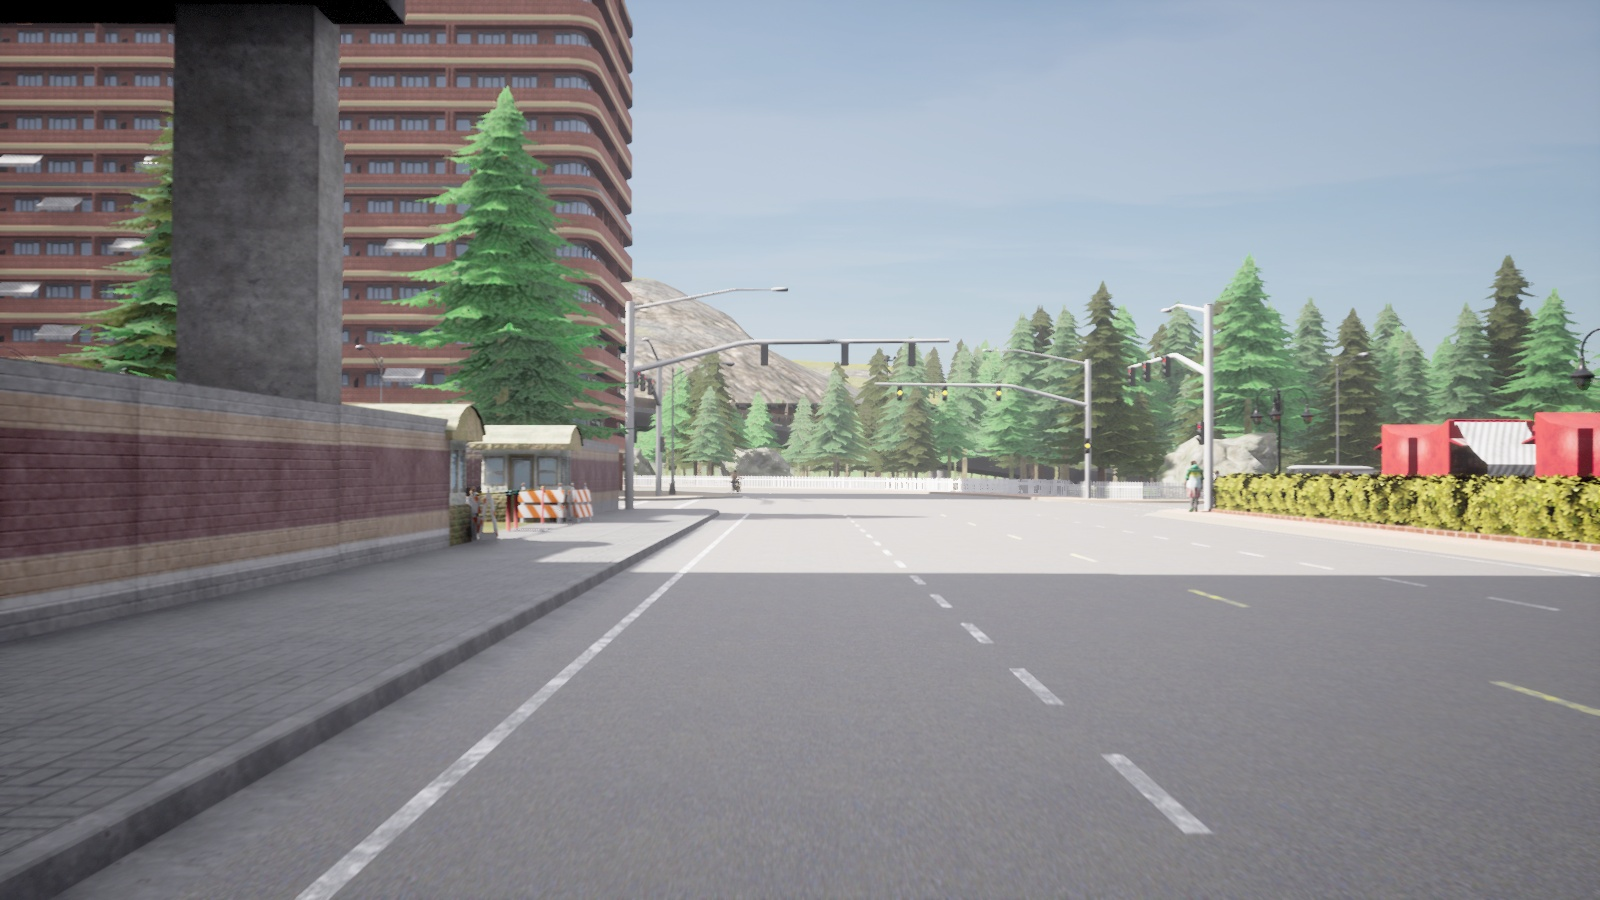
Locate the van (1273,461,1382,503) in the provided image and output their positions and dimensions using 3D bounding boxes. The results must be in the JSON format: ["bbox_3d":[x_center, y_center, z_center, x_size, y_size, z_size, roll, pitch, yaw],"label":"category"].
[{"bbox_3d":[25.208,1.528,60.067,4.442,1.987,1.775,0,-1,0],"label":"van"}]

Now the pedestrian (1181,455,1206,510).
[{"bbox_3d":[14.095,1.165,44.990,0.659,1.952,0.873,0,-1,2],"label":"pedestrian"}]
